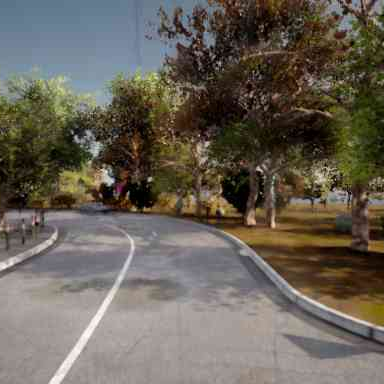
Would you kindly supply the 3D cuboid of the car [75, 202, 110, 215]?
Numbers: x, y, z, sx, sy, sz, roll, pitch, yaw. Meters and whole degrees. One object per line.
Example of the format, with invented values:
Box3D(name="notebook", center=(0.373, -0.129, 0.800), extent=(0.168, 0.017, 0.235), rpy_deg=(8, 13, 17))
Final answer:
Box3D(name="car", center=(-11.897, 1.913, 39.612), extent=(5.357, 1.411, 2.033), rpy_deg=(0, -1, 42))
